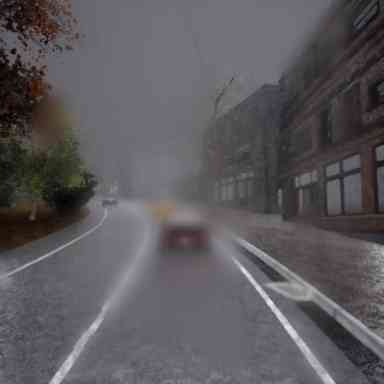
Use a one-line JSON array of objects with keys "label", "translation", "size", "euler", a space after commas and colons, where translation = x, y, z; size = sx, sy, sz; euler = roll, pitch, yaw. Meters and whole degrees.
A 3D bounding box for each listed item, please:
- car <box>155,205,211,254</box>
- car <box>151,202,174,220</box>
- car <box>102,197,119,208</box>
[{"label": "car", "translation": [-0.360, 1.514, 13.632], "size": [1.882, 1.535, 5.008], "euler": [1, 0, -4]}, {"label": "car", "translation": [-2.456, 1.565, 28.905], "size": [1.882, 1.535, 5.008], "euler": [2, 0, -11]}, {"label": "car", "translation": [-11.992, 1.485, 48.917], "size": [1.882, 1.535, 5.008], "euler": [3, -1, -22]}]
